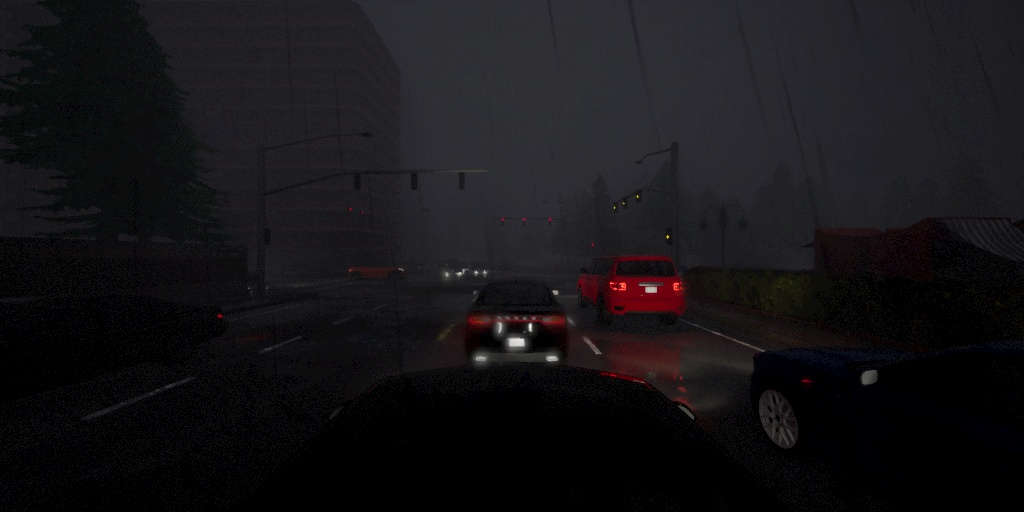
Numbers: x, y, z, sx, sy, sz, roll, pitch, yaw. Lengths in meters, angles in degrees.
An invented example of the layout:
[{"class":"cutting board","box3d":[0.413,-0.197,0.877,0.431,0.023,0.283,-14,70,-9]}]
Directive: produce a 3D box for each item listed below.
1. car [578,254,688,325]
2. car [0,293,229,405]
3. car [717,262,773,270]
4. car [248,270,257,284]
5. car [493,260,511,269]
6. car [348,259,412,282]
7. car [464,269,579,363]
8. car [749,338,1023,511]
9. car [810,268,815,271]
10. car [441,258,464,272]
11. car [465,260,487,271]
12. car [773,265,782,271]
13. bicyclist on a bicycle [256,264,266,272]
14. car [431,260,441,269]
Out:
[{"class":"car","box3d":[3.642,0.971,12.000,2.150,2.045,5.566,0,0,1]},{"class":"car","box3d":[-7.049,1.297,5.323,2.033,1.411,5.357,0,0,1]},{"class":"car","box3d":[19.521,1.353,31.837,5.357,1.411,2.033,0,0,1]},{"class":"car","box3d":[-20.128,1.283,25.137,5.008,1.535,1.882,0,0,1]},{"class":"car","box3d":[-1.410,1.275,51.995,1.812,1.442,4.674,0,0,-15]},{"class":"car","box3d":[-10.835,1.143,29.307,4.553,1.767,2.097,0,0,-8]},{"class":"car","box3d":[0.098,1.228,8.186,1.882,1.535,5.008,0,0,0]},{"class":"car","box3d":[3.599,1.228,2.023,1.882,1.535,5.008,0,0,0]},{"class":"car","box3d":[29.126,1.297,31.713,4.902,1.511,2.128,0,0,1]},{"class":"car","box3d":[-7.782,1.102,46.896,2.097,1.767,4.553,0,0,-13]},{"class":"car","box3d":[-4.872,1.314,50.482,1.994,1.385,4.181,0,0,-18]},{"class":"car","box3d":[23.971,1.331,35.265,4.674,1.442,1.812,0,0,1]},{"class":"bicyclist on a bicycle","box3d":[-28.508,1.106,40.729,0.582,1.620,1.656,0,0,1]},{"class":"car","box3d":[-10.559,1.297,55.952,2.033,1.411,5.357,0,0,-26]}]
